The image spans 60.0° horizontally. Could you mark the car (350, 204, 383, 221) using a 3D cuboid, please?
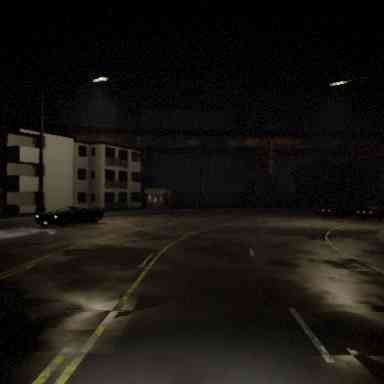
[{"bbox_3d":[17.199,1.823,29.929,5.357,1.411,2.033,1,0,-25],"label":"car"}]

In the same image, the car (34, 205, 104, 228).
[{"bbox_3d":[-8.003,1.564,22.011,1.895,1.301,4.718,1,0,21],"label":"car"}]

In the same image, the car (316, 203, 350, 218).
[{"bbox_3d":[14.687,1.801,32.724,5.357,1.411,2.033,1,0,-28],"label":"car"}]
